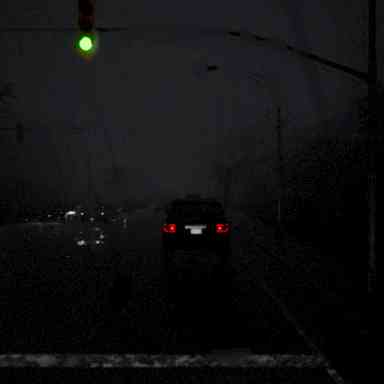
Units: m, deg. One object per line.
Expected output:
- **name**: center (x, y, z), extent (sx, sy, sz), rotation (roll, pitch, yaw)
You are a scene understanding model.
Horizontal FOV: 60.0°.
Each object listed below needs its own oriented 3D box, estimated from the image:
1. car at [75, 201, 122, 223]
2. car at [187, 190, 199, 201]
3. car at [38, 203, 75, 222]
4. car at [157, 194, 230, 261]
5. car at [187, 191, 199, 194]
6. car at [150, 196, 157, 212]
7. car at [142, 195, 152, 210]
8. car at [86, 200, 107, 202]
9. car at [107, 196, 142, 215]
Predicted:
- **car**: center (-7.029, 1.618, 25.619), extent (1.895, 1.301, 4.718), rotation (0, 0, 0)
- **car**: center (0.230, 0.649, 61.770), extent (2.097, 1.767, 4.553), rotation (0, 3, 1)
- **car**: center (-10.524, 1.582, 26.549), extent (1.994, 1.385, 4.181), rotation (0, 0, 0)
- **car**: center (0.130, 1.233, 12.416), extent (2.150, 2.045, 5.566), rotation (0, 0, 0)
- **car**: center (0.208, 1.248, 38.159), extent (2.150, 2.045, 5.566), rotation (0, 0, 0)
- **car**: center (-3.289, 1.519, 39.176), extent (2.128, 1.511, 4.902), rotation (0, 0, 0)
- **car**: center (-6.911, 1.546, 44.582), extent (2.033, 1.411, 5.357), rotation (0, 1, 1)
- **car**: center (-10.487, 1.550, 35.230), extent (1.812, 1.442, 4.674), rotation (0, 0, 0)
- **car**: center (-6.990, 1.516, 34.789), extent (2.128, 1.511, 4.902), rotation (0, 0, 0)
